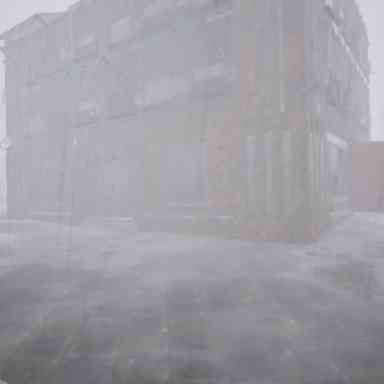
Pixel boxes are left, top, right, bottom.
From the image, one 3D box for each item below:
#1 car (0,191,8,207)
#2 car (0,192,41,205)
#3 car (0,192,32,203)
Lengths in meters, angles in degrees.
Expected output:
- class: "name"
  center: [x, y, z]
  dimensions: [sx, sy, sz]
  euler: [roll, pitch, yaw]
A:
- class: "car"
  center: [-19.557, 0.749, 39.351]
  dimensions: [5.566, 2.045, 2.435]
  euler: [-2, 2, 24]
- class: "car"
  center: [-24.377, 0.932, 47.550]
  dimensions: [1.882, 1.535, 5.008]
  euler: [-2, 2, 24]
- class: "car"
  center: [-27.579, 0.909, 51.733]
  dimensions: [4.892, 1.521, 2.231]
  euler: [-2, 3, 24]
